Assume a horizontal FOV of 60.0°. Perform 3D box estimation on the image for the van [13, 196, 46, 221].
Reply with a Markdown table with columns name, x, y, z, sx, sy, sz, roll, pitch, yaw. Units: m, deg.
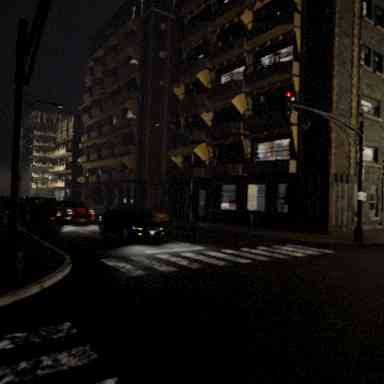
| name | x | y | z | sx | sy | sz | roll | pitch | yaw |
| --- | --- | --- | --- | --- | --- | --- | --- | --- | --- |
| van | -13.175 | 1.284 | 26.848 | 1.690 | 1.788 | 3.998 | 3 | -1 | -35 |

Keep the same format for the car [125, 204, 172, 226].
| name | x | y | z | sx | sy | sz | roll | pitch | yaw |
| --- | --- | --- | --- | --- | --- | --- | --- | --- | --- |
| car | -3.633 | 1.811 | 26.988 | 1.752 | 1.417 | 4.829 | 3 | -1 | -35 |

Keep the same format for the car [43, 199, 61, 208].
| name | x | y | z | sx | sy | sz | roll | pitch | yaw |
| --- | --- | --- | --- | --- | --- | --- | --- | --- | --- |
| car | -22.876 | 1.791 | 54.145 | 1.802 | 1.307 | 4.206 | 3 | -1 | -35 |

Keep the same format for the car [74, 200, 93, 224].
| name | x | y | z | sx | sy | sz | roll | pitch | yaw |
| --- | --- | --- | --- | --- | --- | --- | --- | --- | --- |
| car | -8.951 | 1.408 | 25.155 | 2.097 | 1.767 | 4.553 | 3 | -2 | -35 |

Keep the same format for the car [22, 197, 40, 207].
| name | x | y | z | sx | sy | sz | roll | pitch | yaw |
| --- | --- | --- | --- | --- | --- | --- | --- | --- | --- |
| car | -26.873 | 1.605 | 55.535 | 1.837 | 1.490 | 4.892 | 3 | -2 | -35 |

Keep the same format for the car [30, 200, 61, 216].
| name | x | y | z | sx | sy | sz | roll | pitch | yaw |
| --- | --- | --- | --- | --- | --- | --- | --- | --- | --- |
| car | -14.667 | 1.594 | 33.216 | 1.994 | 1.385 | 4.181 | 3 | -2 | -35 |

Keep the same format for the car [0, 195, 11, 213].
| name | x | y | z | sx | sy | sz | roll | pitch | yaw |
| --- | --- | --- | --- | --- | --- | --- | --- | --- | --- |
| car | -19.621 | 1.231 | 35.948 | 2.192 | 1.841 | 5.009 | 3 | -1 | -35 |

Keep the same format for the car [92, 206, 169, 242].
| name | x | y | z | sx | sy | sz | roll | pitch | yaw |
| --- | --- | --- | --- | --- | --- | --- | --- | --- | --- |
| car | -3.222 | 1.591 | 17.111 | 1.837 | 1.490 | 4.892 | 3 | -2 | -36 |

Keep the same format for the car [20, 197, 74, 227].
| name | x | y | z | sx | sy | sz | roll | pitch | yaw |
| --- | --- | --- | --- | --- | --- | --- | --- | --- | --- |
| car | -9.951 | 1.273 | 22.299 | 2.192 | 1.841 | 5.009 | 3 | -1 | -35 |

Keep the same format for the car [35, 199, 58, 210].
| name | x | y | z | sx | sy | sz | roll | pitch | yaw |
| --- | --- | --- | --- | --- | --- | --- | --- | --- | --- |
| car | -20.213 | 1.687 | 46.131 | 1.994 | 1.385 | 4.181 | 3 | -2 | -35 |

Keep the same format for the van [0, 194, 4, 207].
| name | x | y | z | sx | sy | sz | roll | pitch | yaw |
| --- | --- | --- | --- | --- | --- | --- | --- | --- | --- |
| van | -29.291 | 1.222 | 49.596 | 1.690 | 1.788 | 3.998 | 3 | -1 | -35 |
